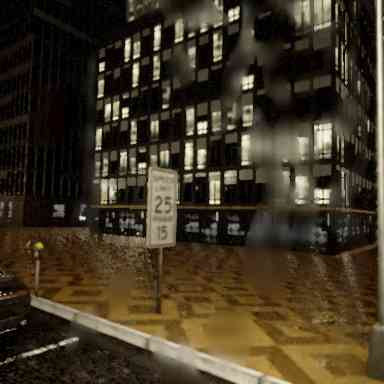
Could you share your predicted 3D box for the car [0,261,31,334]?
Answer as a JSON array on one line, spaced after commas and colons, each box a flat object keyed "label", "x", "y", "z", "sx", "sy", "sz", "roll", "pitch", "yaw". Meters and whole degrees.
[{"label": "car", "x": -4.753, "y": 1.802, "z": 6.307, "sx": 4.403, "sy": 1.369, "sz": 2.008, "roll": -1, "pitch": -5, "yaw": 37}]
